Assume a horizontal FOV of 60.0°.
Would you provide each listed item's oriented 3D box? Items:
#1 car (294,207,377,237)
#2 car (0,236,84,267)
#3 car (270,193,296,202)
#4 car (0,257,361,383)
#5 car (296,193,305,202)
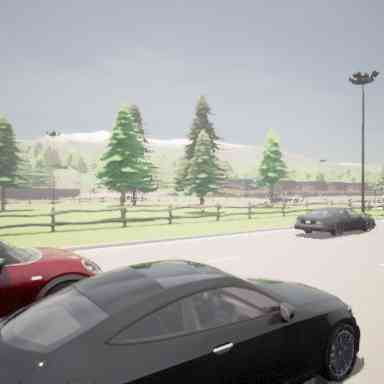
[{"bbox_3d":[7.786,1.530,17.906,5.357,1.411,2.033,0,0,-36],"label":"car"},{"bbox_3d":[-3.732,1.351,5.385,4.553,1.767,2.097,0,0,-36],"label":"car"},{"bbox_3d":[18.540,1.433,69.169,1.837,1.490,4.892,0,0,-35],"label":"car"},{"bbox_3d":[-0.011,1.523,3.739,4.674,1.442,1.812,0,0,-36],"label":"car"},{"bbox_3d":[21.418,1.155,71.160,2.150,2.045,5.566,0,0,-35],"label":"car"}]
